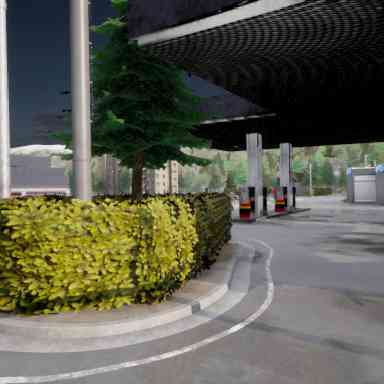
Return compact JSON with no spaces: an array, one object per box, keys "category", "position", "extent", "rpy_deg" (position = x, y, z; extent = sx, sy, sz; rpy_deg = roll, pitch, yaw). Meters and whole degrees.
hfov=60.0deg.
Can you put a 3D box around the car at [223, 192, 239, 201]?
[{"category":"car","position":[7.405,0.851,63.928],"extent":[5.027,1.636,2.152],"rpy_deg":[-1,1,35]}]

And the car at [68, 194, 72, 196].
[{"category":"car","position":[-24.271,1.124,63.885],"extent":[3.866,1.878,1.905],"rpy_deg":[-1,1,35]}]

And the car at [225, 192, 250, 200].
[{"category":"car","position":[9.177,0.812,66.517],"extent":[4.514,1.523,2.007],"rpy_deg":[-1,1,35]}]

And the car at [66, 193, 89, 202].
[{"category":"car","position":[-22.926,1.103,66.494],"extent":[4.605,1.855,1.932],"rpy_deg":[-1,1,35]}]

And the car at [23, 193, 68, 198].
[{"category":"car","position":[-14.795,1.183,33.599],"extent":[3.866,1.878,1.905],"rpy_deg":[-1,1,35]}]
